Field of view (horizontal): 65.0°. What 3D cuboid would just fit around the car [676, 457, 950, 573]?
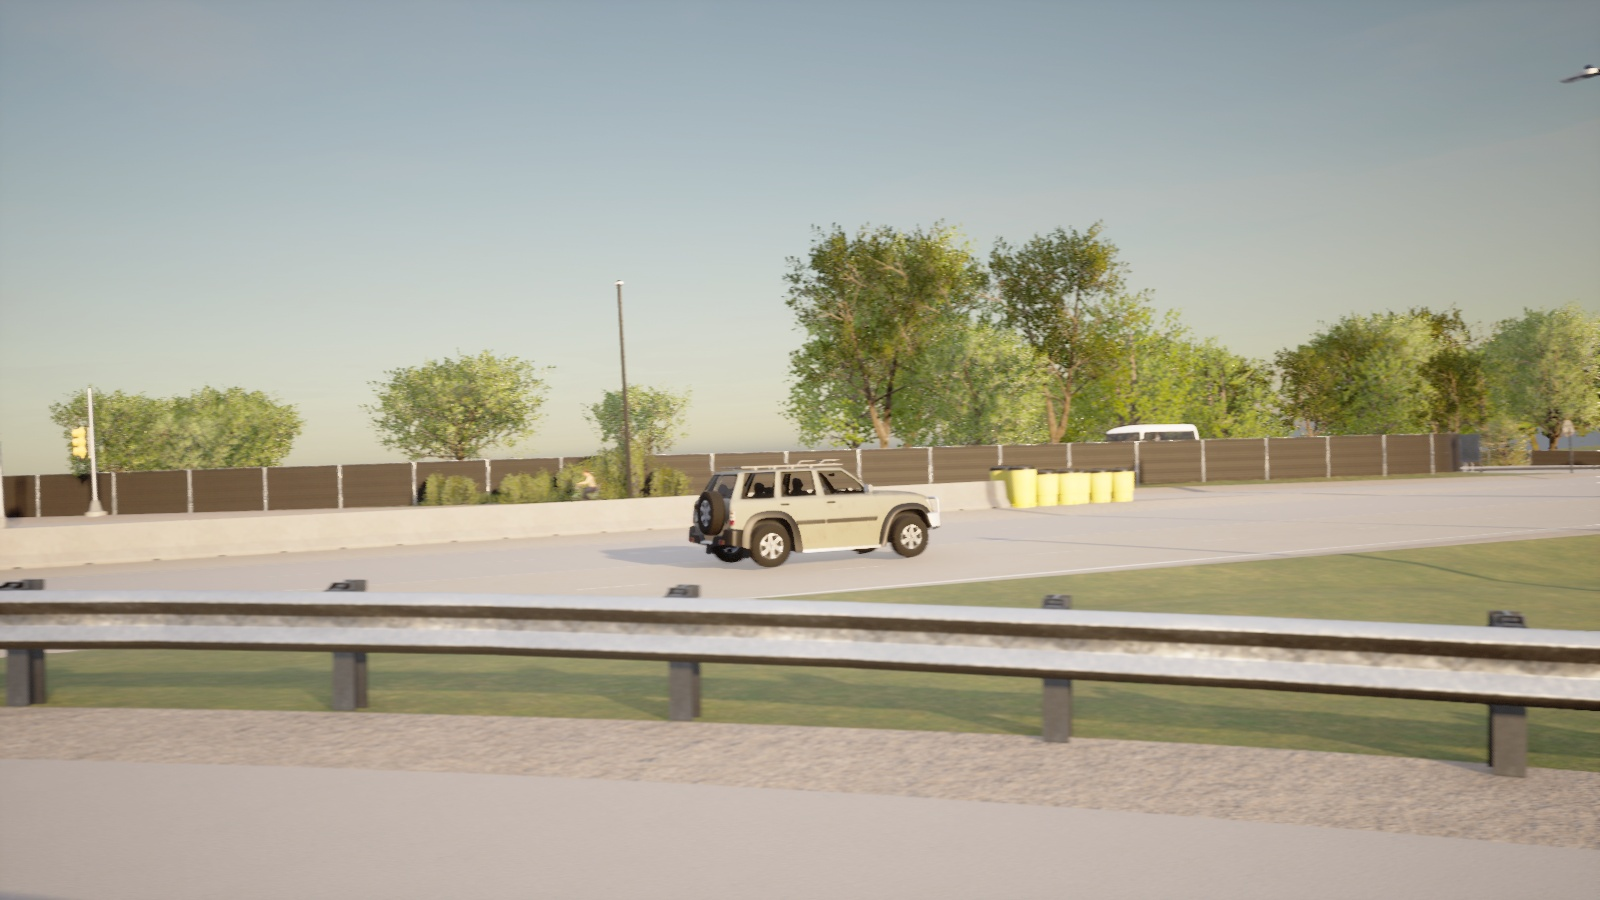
[{"bbox_3d":[0.258,1.122,23.060,4.605,1.855,1.932,-1,-1,-27],"label":"car"}]

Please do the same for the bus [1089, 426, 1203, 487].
[{"bbox_3d":[26.433,0.437,95.659,3.944,4.253,10.273,-3,-1,42],"label":"bus"}]
